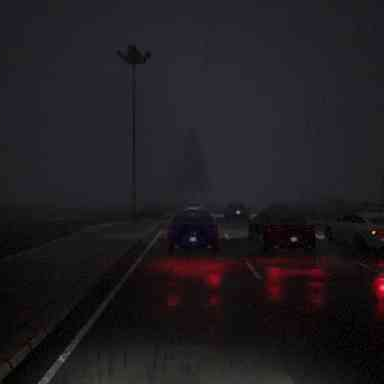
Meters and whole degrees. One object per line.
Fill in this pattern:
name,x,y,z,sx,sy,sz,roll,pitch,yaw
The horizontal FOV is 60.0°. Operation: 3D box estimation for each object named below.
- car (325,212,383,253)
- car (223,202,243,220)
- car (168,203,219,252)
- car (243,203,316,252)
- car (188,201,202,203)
car,7.056,1.520,13.505,1.812,1.442,4.674,0,0,1
car,3.702,1.555,27.901,1.994,1.385,4.181,0,0,3
car,0.062,1.473,13.996,1.882,1.535,5.008,0,0,1
car,3.561,1.472,13.983,1.882,1.535,5.008,0,0,1
car,0.228,1.516,28.504,1.812,1.442,4.674,0,0,3
